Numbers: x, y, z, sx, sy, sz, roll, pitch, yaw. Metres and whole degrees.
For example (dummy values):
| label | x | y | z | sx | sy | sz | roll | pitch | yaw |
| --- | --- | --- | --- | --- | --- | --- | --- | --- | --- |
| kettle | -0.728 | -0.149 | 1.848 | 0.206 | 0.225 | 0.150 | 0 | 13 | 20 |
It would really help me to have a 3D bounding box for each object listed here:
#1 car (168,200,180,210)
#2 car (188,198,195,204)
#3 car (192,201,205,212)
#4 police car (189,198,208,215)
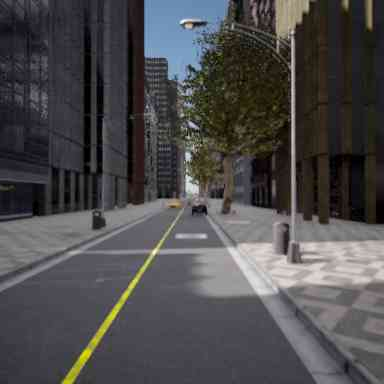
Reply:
| label | x | y | z | sx | sy | sz | roll | pitch | yaw |
| --- | --- | --- | --- | --- | --- | --- | --- | --- | --- |
| car | -3.061 | 2.189 | 57.476 | 1.882 | 1.535 | 5.008 | 0 | -1 | 0 |
| car | -0.012 | 2.471 | 91.307 | 1.882 | 1.535 | 5.008 | 0 | -1 | 0 |
| car | 0.893 | 2.107 | 50.756 | 1.882 | 1.535 | 5.008 | 0 | -1 | 0 |
| police car | 0.895 | 1.932 | 40.867 | 1.930 | 1.638 | 5.238 | 0 | -1 | 0 |
